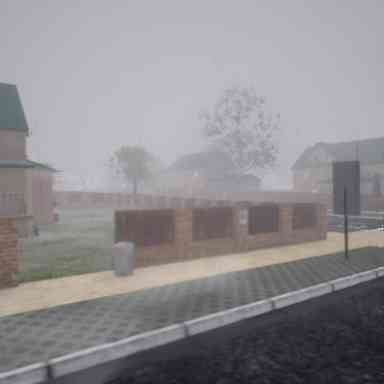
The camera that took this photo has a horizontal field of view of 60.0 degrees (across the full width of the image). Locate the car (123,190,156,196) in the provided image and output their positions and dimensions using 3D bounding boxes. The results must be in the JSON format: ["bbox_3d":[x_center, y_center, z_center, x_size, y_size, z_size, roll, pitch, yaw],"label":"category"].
[{"bbox_3d":[-6.945,0.717,43.702,1.812,1.442,4.674,-2,2,-34],"label":"car"}]

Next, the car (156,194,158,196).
[{"bbox_3d":[-6.723,0.523,48.420,1.882,1.535,5.008,-2,2,-34],"label":"car"}]

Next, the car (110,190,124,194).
[{"bbox_3d":[-12.849,0.349,57.237,1.837,1.490,4.892,-2,2,-35],"label":"car"}]
